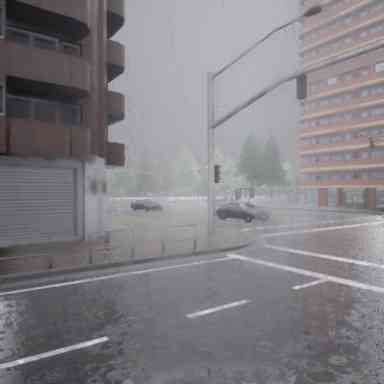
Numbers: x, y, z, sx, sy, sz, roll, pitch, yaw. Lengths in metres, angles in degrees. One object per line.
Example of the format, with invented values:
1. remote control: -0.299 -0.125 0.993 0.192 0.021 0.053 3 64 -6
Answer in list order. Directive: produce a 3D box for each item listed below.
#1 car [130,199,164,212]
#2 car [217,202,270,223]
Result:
1. car: -5.276 1.527 38.301 2.033 1.411 5.357 0 0 -35
2. car: 3.789 1.486 25.230 1.812 1.442 4.674 0 0 -34
